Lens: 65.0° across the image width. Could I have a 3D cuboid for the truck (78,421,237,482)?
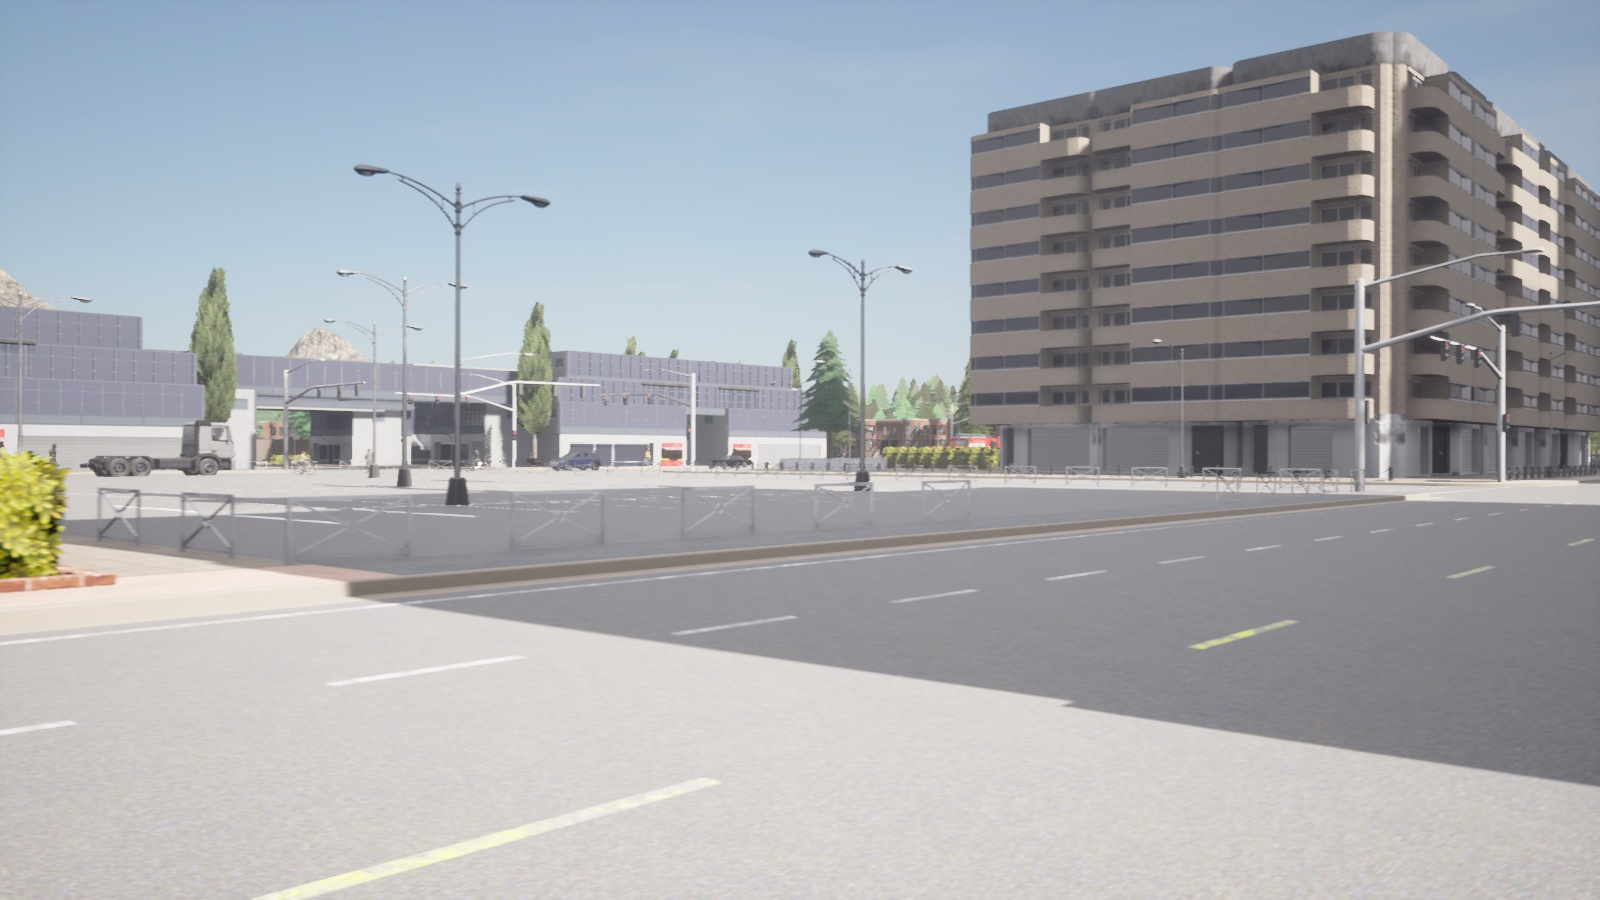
[{"bbox_3d":[-38.213,0.083,74.925,2.891,3.462,7.936,0,0,43],"label":"truck"}]
